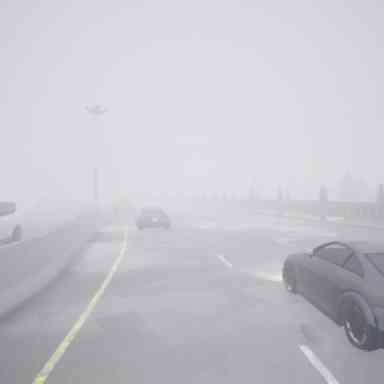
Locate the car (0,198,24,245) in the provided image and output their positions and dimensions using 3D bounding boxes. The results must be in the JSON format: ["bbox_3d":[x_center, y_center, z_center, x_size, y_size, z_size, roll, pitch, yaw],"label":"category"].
[{"bbox_3d":[-8.102,1.294,12.234,2.150,2.045,5.566,0,0,-8],"label":"car"}]

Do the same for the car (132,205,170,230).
[{"bbox_3d":[-2.638,1.639,21.806,1.994,1.385,4.181,0,0,-12],"label":"car"}]

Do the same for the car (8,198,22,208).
[{"bbox_3d":[-29.655,1.769,55.679,1.882,1.535,5.008,0,0,-31],"label":"car"}]

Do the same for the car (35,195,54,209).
[{"bbox_3d":[-22.857,1.472,51.318,2.150,2.045,5.566,0,0,-31],"label":"car"}]

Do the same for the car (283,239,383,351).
[{"bbox_3d":[3.201,1.568,6.238,1.994,1.385,4.181,0,0,-3],"label":"car"}]

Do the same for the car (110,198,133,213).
[{"bbox_3d":[-8.218,1.501,38.816,2.097,1.767,4.553,0,0,-23],"label":"car"}]
